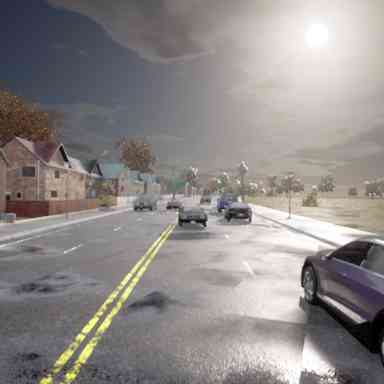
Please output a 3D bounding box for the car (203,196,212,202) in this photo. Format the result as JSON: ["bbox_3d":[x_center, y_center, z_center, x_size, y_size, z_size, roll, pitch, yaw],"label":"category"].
[{"bbox_3d":[3.851,1.753,82.283,2.033,1.411,5.357,0,0,6],"label":"car"}]

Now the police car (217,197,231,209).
[{"bbox_3d":[4.651,1.537,49.032,1.930,1.638,5.238,0,0,3],"label":"police car"}]

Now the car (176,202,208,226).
[{"bbox_3d":[-0.004,1.652,23.669,1.895,1.301,4.718,0,0,-2],"label":"car"}]

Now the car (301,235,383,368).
[{"bbox_3d":[3.270,1.442,5.170,2.033,1.649,4.856,0,0,0],"label":"car"}]

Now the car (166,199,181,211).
[{"bbox_3d":[-2.248,1.651,43.227,2.033,1.411,5.357,0,0,3],"label":"car"}]

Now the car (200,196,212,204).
[{"bbox_3d":[2.882,1.529,69.900,2.097,1.767,4.553,0,0,5],"label":"car"}]

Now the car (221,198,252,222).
[{"bbox_3d":[3.694,1.535,27.054,1.882,1.535,5.008,0,0,2],"label":"car"}]

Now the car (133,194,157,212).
[{"bbox_3d":[-5.619,1.322,40.739,2.150,2.045,5.566,0,0,3],"label":"car"}]

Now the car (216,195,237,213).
[{"bbox_3d":[4.105,1.305,38.022,2.150,2.045,5.566,0,0,2],"label":"car"}]
